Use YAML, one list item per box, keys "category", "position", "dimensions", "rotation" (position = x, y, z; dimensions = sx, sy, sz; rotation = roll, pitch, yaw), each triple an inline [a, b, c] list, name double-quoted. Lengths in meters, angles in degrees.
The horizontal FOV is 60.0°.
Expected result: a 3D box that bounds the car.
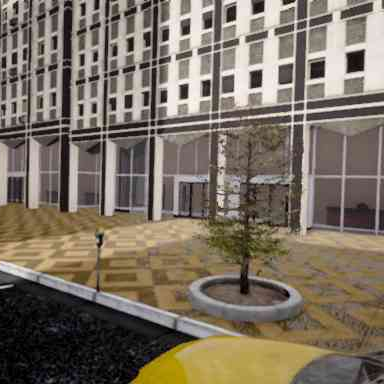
- category: "car"
  position: [1.554, 1.533, 1.754]
  dimensions: [4.829, 1.417, 1.752]
  rotation: [2, 2, 36]
